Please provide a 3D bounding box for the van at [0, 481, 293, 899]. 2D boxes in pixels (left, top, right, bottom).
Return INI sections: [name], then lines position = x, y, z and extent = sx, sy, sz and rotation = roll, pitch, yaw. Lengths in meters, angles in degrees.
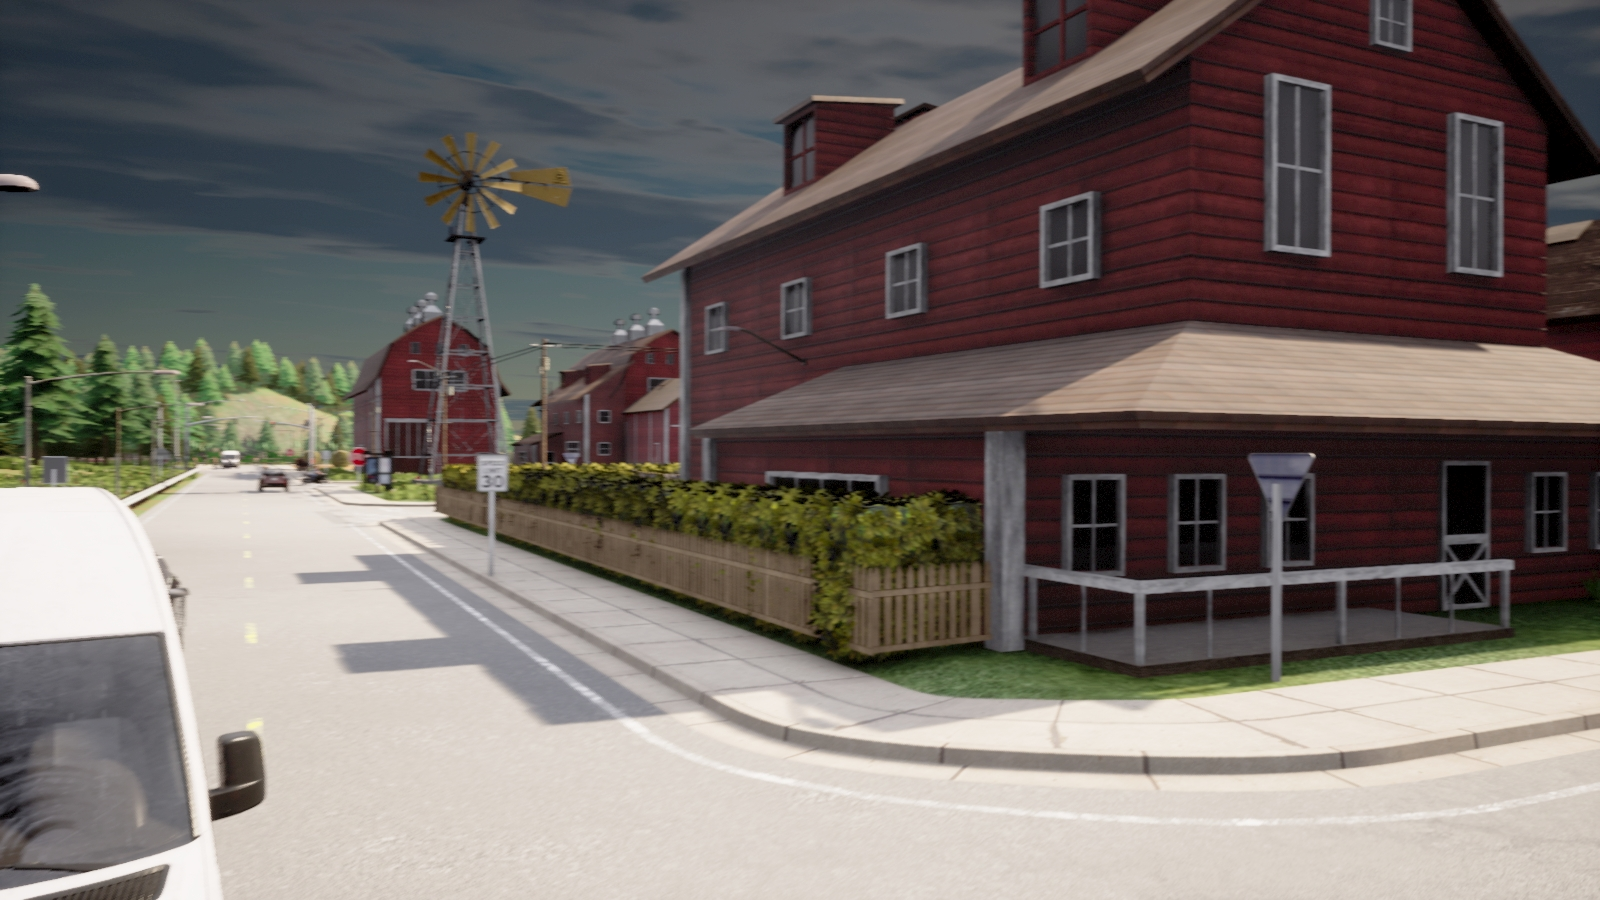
[van]
position = -3.988, 1.509, 5.339
extent = 1.988, 2.561, 5.915
rotation = 0, 0, -34
